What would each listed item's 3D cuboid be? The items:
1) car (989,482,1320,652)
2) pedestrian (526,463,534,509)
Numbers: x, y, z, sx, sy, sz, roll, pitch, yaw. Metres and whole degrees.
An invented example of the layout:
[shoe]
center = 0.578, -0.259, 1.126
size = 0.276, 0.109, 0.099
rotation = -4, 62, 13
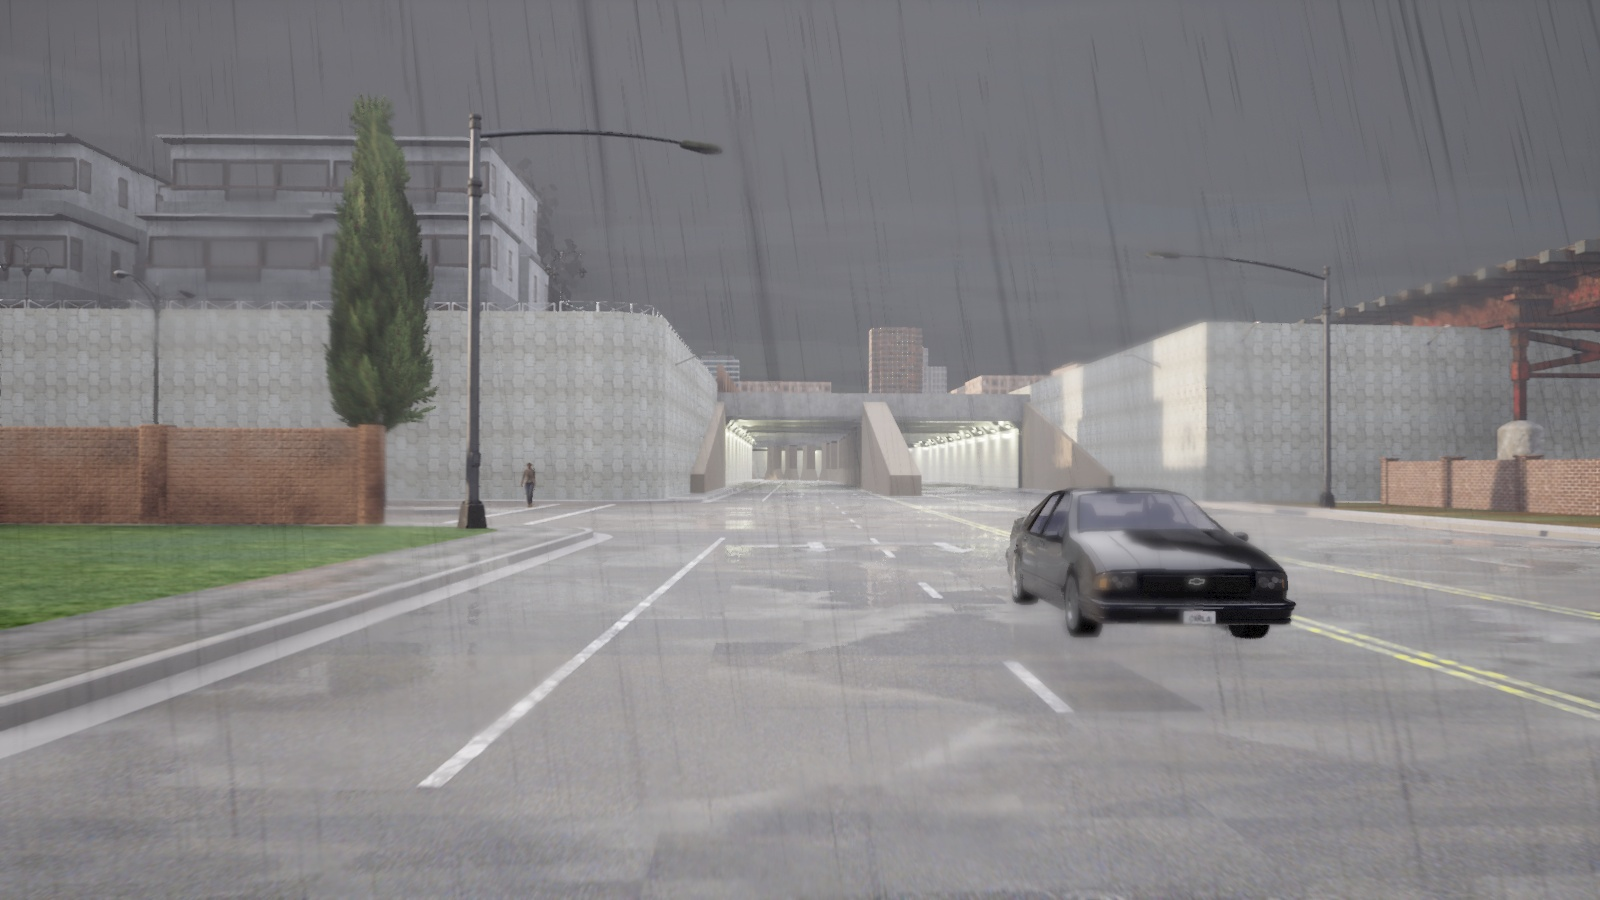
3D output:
[car]
center = 3.464, 1.075, 13.523
size = 2.033, 1.411, 5.357
rotation = 0, -1, 0
[pedestrian]
center = -10.754, 1.440, 50.025
size = 0.328, 1.805, 0.869
rotation = 0, -1, -12
